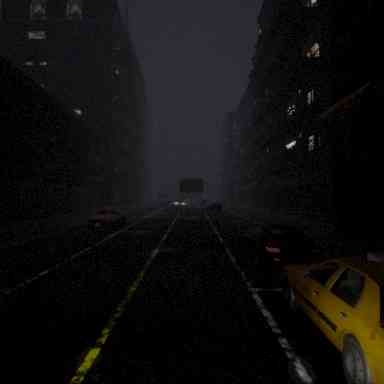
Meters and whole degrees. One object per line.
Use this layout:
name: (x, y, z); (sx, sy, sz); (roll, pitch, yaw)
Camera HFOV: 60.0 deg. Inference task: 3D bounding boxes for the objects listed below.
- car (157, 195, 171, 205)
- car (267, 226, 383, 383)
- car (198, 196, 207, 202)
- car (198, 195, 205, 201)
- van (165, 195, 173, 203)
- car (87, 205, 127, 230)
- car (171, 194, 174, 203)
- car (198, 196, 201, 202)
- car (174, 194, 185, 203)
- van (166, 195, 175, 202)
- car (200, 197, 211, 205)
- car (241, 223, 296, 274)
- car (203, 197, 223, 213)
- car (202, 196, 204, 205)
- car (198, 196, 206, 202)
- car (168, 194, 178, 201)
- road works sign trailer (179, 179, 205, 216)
car: (-5.296, 1.646, 59.884); (1.752, 1.417, 4.829); (2, 0, 0)
car: (2.586, 1.528, 4.860); (1.752, 1.417, 4.829); (2, 0, 0)
car: (2.583, 1.756, 82.115); (1.887, 1.381, 4.507); (1, 0, 0)
car: (2.593, 1.707, 93.177); (1.967, 1.590, 4.097); (1, 0, 0)
van: (-5.291, 1.526, 76.645); (1.690, 1.788, 3.998); (2, 0, 0)
car: (-5.294, 1.545, 21.177); (1.752, 1.417, 4.829); (2, 0, 0)
car: (-5.290, 1.456, 65.587); (2.192, 1.841, 5.009); (2, 0, 0)
car: (2.584, 1.666, 59.991); (1.887, 1.381, 4.507); (1, 0, 0)
car: (-2.751, 1.495, 76.024); (2.097, 1.767, 4.553); (0, 0, 0)
van: (-5.292, 1.552, 82.177); (1.690, 1.788, 3.998); (1, 0, 0)
car: (2.583, 1.692, 65.523); (2.008, 1.369, 4.403); (1, 0, 0)
car: (2.584, 1.589, 10.219); (1.802, 1.307, 4.206); (1, 0, 0)
car: (2.584, 1.598, 37.869); (1.887, 1.381, 4.507); (1, 0, 0)
car: (2.585, 1.593, 43.571); (1.752, 1.417, 4.829); (1, 0, 0)
car: (2.583, 1.783, 87.645); (1.887, 1.381, 4.507); (1, 0, 0)
car: (-5.292, 1.582, 93.238); (2.192, 1.841, 5.009); (1, 0, 0)
road works sign trailer: (-0.022, 0.491, 32.539); (2.380, 3.560, 2.880); (-1, 0, 0)
